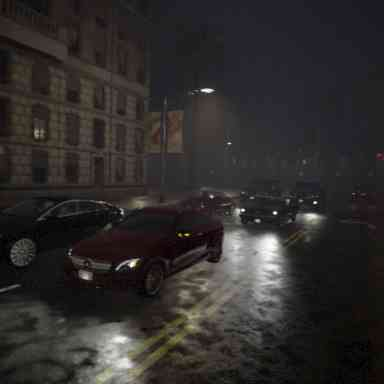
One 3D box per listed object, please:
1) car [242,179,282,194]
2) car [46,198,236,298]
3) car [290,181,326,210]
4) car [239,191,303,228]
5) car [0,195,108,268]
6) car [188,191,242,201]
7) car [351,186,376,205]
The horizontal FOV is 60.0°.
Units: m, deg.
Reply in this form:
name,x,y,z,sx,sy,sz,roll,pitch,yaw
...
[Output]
name,x,y,z,sx,sy,sz,roll,pitch,yaw
car,5.800,0.006,27.180,2.150,2.045,5.566,4,3,28
car,-0.710,1.086,7.693,1.812,1.442,4.674,3,3,28
car,8.993,0.189,25.704,2.150,2.045,5.566,4,3,29
car,3.931,0.872,16.436,1.895,1.301,4.718,4,3,28
car,-3.881,0.868,9.173,2.128,1.511,4.902,3,3,27
car,0.812,0.649,17.990,1.994,1.385,4.181,4,3,29
car,17.042,0.219,33.025,2.097,1.767,4.553,4,3,29
